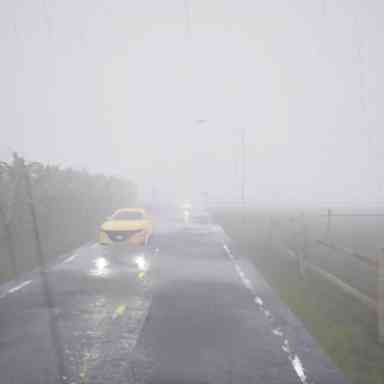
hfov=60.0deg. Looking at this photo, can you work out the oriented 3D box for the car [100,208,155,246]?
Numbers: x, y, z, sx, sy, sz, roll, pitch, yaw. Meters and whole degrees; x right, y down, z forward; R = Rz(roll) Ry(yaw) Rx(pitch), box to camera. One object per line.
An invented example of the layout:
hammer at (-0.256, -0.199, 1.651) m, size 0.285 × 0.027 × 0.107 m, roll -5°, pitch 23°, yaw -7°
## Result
car at (-2.845, 1.502, 15.525) m, size 1.882 × 1.535 × 5.008 m, roll 0°, pitch 0°, yaw 0°
